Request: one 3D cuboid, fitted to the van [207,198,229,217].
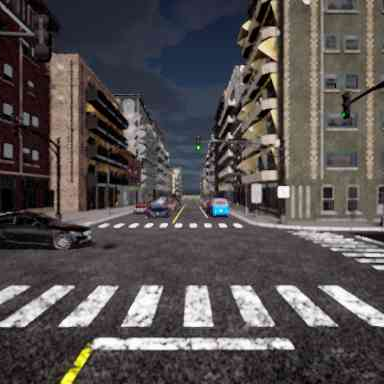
[{"bbox_3d":[2.800,1.598,34.045,1.690,1.788,3.998,-1,0,0],"label":"van"}]

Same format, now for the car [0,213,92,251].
[{"bbox_3d":[-6.640,1.607,13.993,4.674,1.442,1.812,1,0,0],"label":"car"}]

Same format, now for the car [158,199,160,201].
[{"bbox_3d":[-5.856,1.918,45.109,1.947,1.339,4.313,-1,0,0],"label":"car"}]

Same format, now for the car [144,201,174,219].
[{"bbox_3d":[-3.105,1.804,31.925,1.994,1.385,4.181,0,0,0],"label":"car"}]

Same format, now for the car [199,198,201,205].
[{"bbox_3d":[2.664,1.895,56.102,1.967,1.590,4.097,-1,-1,0],"label":"car"}]

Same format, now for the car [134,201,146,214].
[{"bbox_3d":[-5.854,1.886,39.588,1.802,1.307,4.206,-1,0,0],"label":"car"}]

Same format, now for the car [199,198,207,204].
[{"bbox_3d":[2.728,2.300,83.709,1.947,1.339,4.313,-1,-1,0],"label":"car"}]

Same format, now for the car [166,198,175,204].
[{"bbox_3d":[-5.766,2.340,89.292,1.887,1.381,4.507,-1,-1,0],"label":"car"}]

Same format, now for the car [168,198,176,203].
[{"bbox_3d":[-5.779,2.408,94.814,2.008,1.369,4.403,-1,-1,0],"label":"car"}]

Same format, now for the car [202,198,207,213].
[{"bbox_3d":[2.709,1.618,39.542,2.192,1.841,5.009,-1,-1,0],"label":"car"}]

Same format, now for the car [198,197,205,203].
[{"bbox_3d":[2.715,2.297,94.751,1.967,1.590,4.097,-1,-1,0],"label":"car"}]

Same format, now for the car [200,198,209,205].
[{"bbox_3d":[2.707,2.059,72.666,1.967,1.590,4.097,-1,-1,0],"label":"car"}]

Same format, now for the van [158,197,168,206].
[{"bbox_3d":[-5.866,1.905,67.203,1.690,1.788,3.998,-1,-1,0],"label":"van"}]

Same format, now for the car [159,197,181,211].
[{"bbox_3d":[-3.102,1.725,47.221,2.097,1.767,4.553,0,-1,0],"label":"car"}]
